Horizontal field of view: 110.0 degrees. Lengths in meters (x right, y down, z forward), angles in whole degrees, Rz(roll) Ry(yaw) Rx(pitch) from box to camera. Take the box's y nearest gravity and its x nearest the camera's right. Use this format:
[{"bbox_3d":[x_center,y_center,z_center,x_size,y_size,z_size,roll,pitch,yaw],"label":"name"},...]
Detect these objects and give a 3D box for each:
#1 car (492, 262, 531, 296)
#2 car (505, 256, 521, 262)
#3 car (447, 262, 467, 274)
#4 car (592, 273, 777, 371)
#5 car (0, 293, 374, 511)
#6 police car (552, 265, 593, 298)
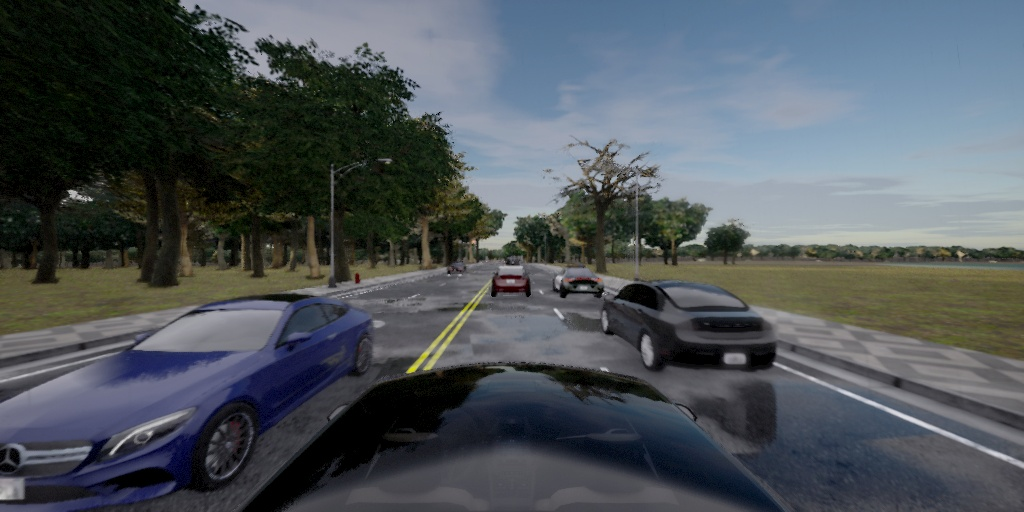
[{"bbox_3d":[-0.043,1.261,19.448,2.163,1.488,4.792,0,0,0],"label":"car"},{"bbox_3d":[0.099,1.091,53.860,2.150,2.045,5.566,0,0,0],"label":"car"},{"bbox_3d":[-6.501,1.417,42.978,1.994,1.385,4.181,0,0,0],"label":"car"},{"bbox_3d":[3.250,1.253,7.646,1.837,1.490,4.892,0,0,0],"label":"car"},{"bbox_3d":[-3.350,1.275,4.684,1.812,1.442,4.674,0,0,0],"label":"car"},{"bbox_3d":[3.250,1.261,18.648,2.038,1.542,4.974,0,0,0],"label":"police car"}]
